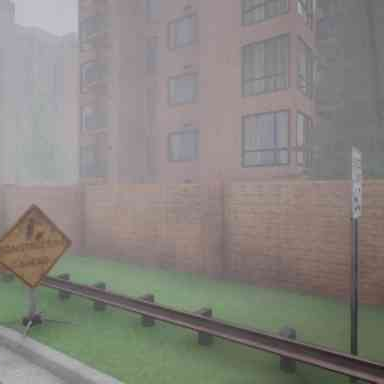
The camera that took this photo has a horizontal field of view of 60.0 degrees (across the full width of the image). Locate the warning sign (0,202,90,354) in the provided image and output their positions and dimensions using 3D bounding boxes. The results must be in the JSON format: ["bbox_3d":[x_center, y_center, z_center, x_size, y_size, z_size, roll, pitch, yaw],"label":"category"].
[{"bbox_3d":[-2.420,1.115,5.042,1.060,1.860,1.300,0,0,36],"label":"warning sign"}]
